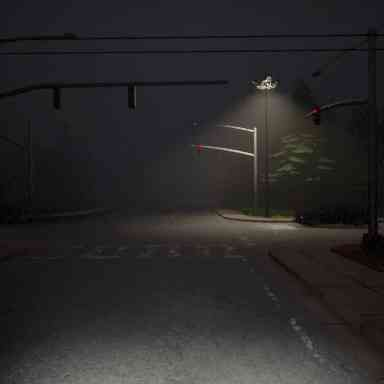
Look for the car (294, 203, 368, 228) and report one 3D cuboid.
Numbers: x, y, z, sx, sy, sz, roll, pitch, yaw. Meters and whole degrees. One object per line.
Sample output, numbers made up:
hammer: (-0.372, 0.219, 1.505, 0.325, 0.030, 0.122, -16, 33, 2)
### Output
car: (9.289, 1.542, 22.137, 4.892, 1.490, 1.837, 0, 0, 1)
